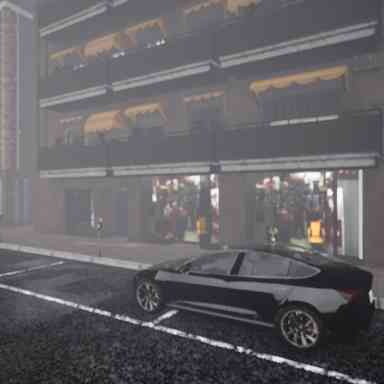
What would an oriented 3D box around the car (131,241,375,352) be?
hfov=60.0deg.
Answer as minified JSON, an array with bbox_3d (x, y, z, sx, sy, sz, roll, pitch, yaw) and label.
[{"bbox_3d":[0.884,1.565,6.019,4.313,1.339,1.947,0,0,32],"label":"car"}]
